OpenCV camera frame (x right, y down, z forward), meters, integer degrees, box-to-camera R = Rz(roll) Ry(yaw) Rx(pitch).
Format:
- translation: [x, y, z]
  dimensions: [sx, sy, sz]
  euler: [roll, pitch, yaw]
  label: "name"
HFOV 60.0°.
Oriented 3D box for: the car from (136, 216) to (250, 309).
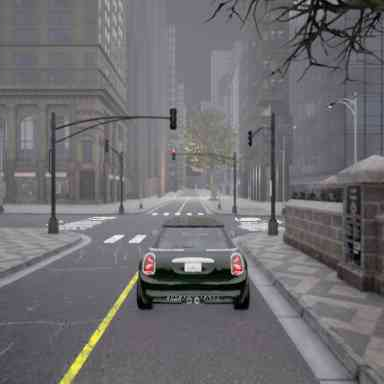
- translation: [0.034, 1.348, 7.997]
  dimensions: [2.097, 1.767, 4.553]
  euler: [0, 0, 0]
  label: "car"
